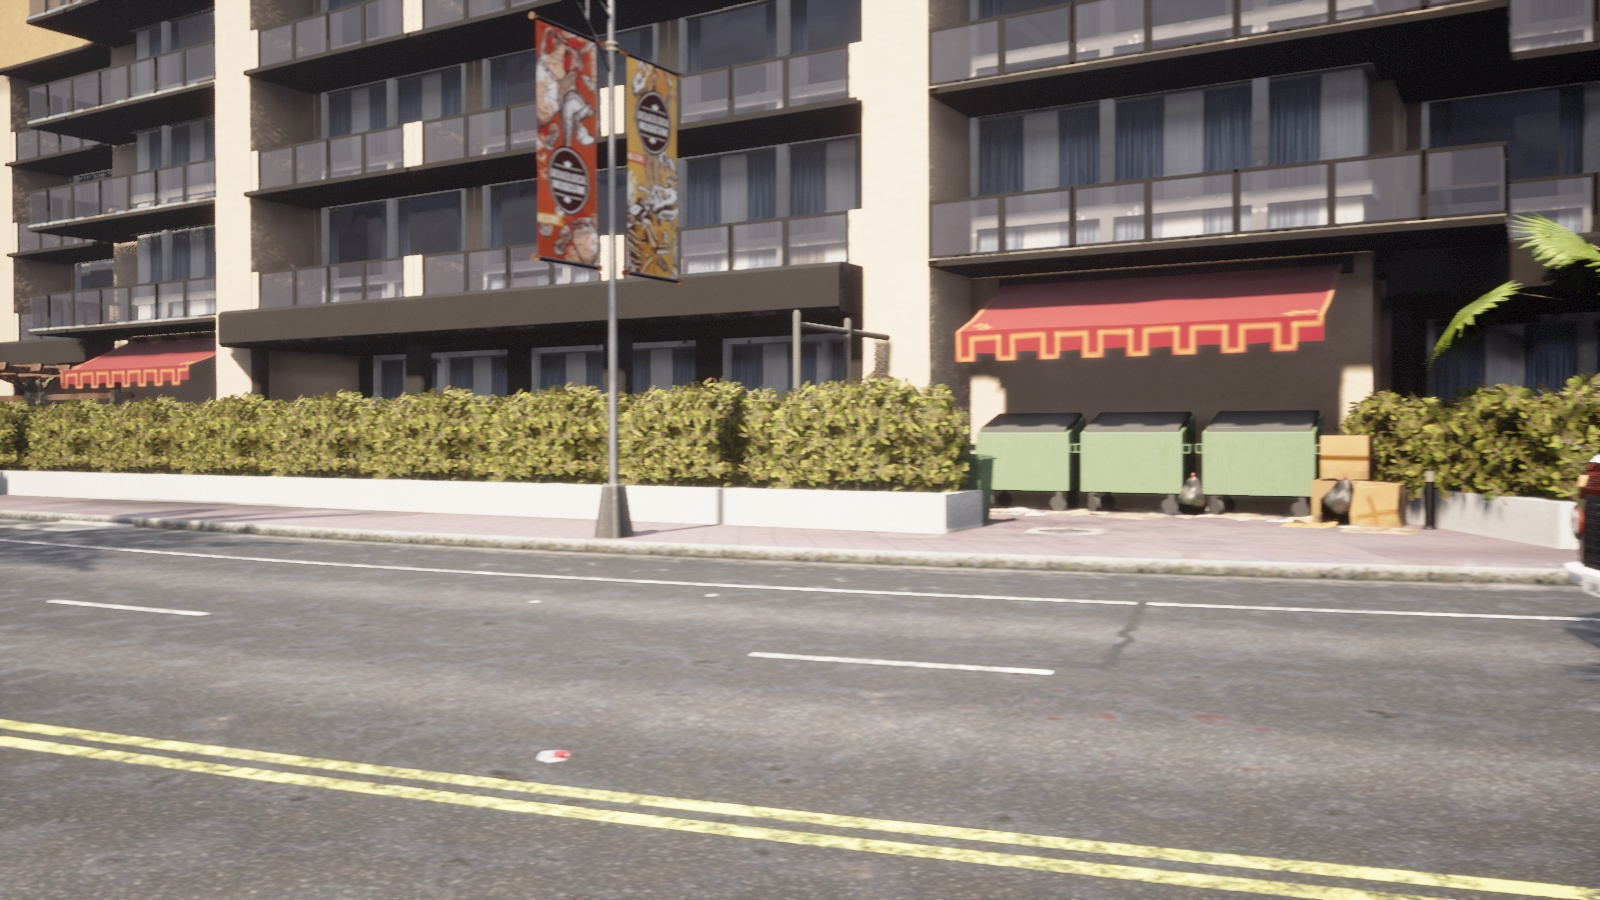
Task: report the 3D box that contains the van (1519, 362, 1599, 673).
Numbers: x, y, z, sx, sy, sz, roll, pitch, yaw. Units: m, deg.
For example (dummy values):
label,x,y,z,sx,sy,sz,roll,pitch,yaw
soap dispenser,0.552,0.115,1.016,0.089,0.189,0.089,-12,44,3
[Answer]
label,x,y,z,sx,sy,sz,roll,pitch,yaw
van,7.547,0.448,8.234,4.480,2.038,2.069,0,1,13
